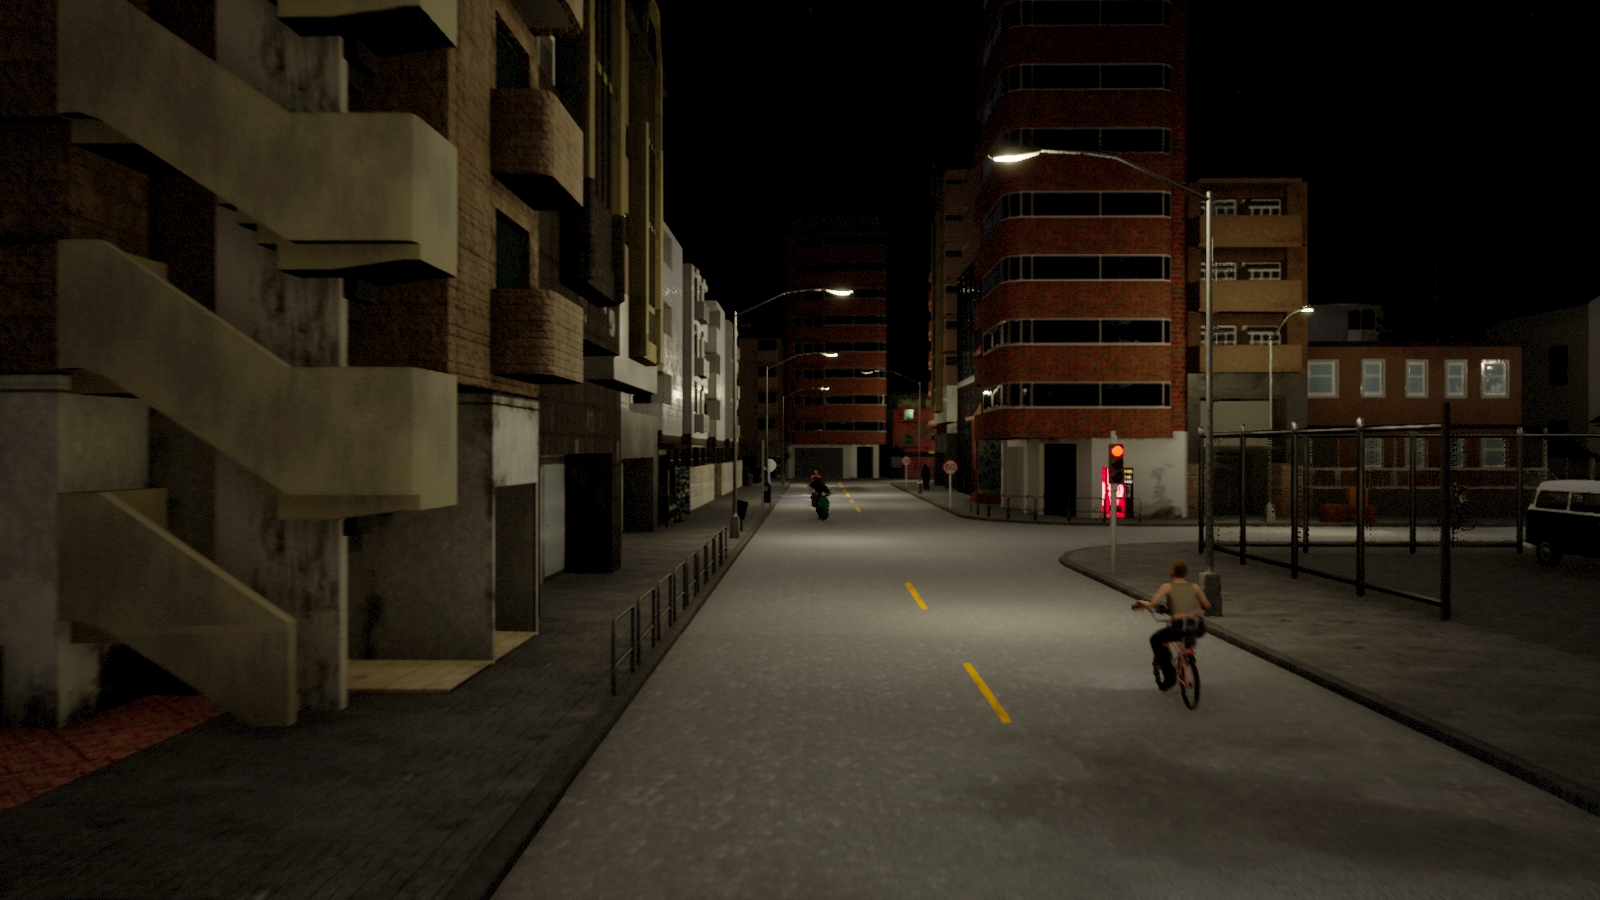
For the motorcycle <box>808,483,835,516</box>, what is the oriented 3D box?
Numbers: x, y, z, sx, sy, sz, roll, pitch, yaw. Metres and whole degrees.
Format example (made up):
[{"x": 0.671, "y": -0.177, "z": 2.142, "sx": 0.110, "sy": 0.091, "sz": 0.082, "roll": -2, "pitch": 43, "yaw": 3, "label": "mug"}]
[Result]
[{"x": 0.842, "y": 1.962, "z": 45.450, "sx": 0.856, "sy": 1.236, "sz": 1.805, "roll": 1, "pitch": 0, "yaw": -6, "label": "motorcycle"}]

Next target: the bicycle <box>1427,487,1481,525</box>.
[{"x": 22.711, "y": 1.940, "z": 39.702, "sx": 1.643, "sy": 1.296, "sz": 0.373, "roll": 0, "pitch": 0, "yaw": 1, "label": "bicycle"}]

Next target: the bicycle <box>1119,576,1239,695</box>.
[{"x": 4.204, "y": 2.037, "z": 12.785, "sx": 0.859, "sy": 1.080, "sz": 1.487, "roll": 0, "pitch": 0, "yaw": 0, "label": "bicycle"}]
